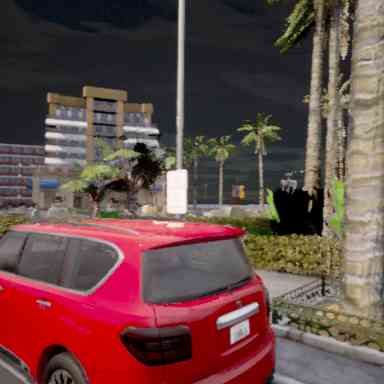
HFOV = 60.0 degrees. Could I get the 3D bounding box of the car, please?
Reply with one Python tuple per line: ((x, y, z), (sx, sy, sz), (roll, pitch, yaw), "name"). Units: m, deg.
((-1.598, 1.388, 4.747), (5.566, 2.045, 2.150), (-1, -3, 41), "car")
